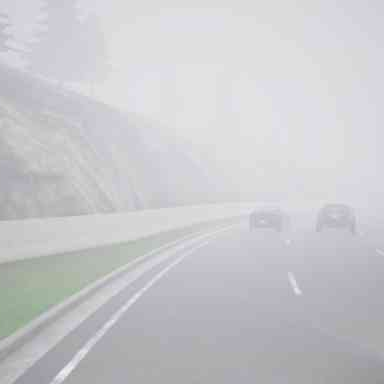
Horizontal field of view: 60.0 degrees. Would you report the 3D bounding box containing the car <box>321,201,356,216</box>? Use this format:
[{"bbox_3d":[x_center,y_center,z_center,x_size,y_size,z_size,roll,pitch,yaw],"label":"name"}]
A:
[{"bbox_3d":[15.960,1.764,36.197,4.181,1.385,1.994,1,0,-43],"label":"car"}]

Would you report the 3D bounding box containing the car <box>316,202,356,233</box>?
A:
[{"bbox_3d":[9.046,1.466,20.777,2.097,1.767,4.553,0,0,26],"label":"car"}]

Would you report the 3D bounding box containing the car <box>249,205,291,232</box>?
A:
[{"bbox_3d":[5.029,1.560,21.081,1.882,1.535,5.008,0,0,24],"label":"car"}]
